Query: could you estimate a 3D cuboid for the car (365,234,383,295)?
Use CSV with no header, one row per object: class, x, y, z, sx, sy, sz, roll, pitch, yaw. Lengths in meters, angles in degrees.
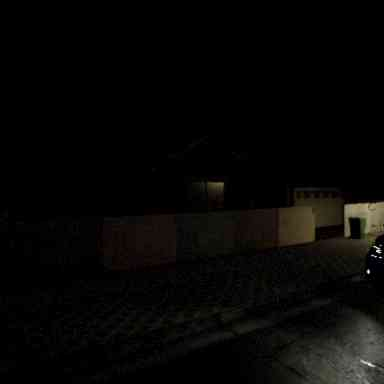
car,6.135,1.161,7.345,5.566,2.045,2.150,0,0,-35
